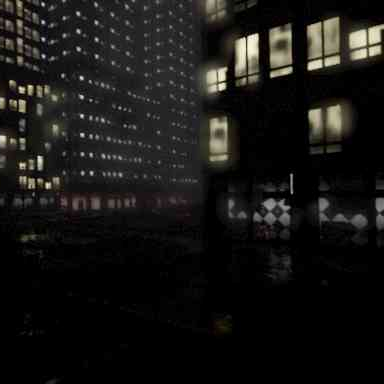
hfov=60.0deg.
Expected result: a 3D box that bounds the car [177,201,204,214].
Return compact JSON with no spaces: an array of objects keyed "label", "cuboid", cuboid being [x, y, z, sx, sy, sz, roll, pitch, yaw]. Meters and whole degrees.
[{"label":"car","cuboid":[0.387,2.408,48.201,1.812,1.442,4.674,-1,-2,36]}]

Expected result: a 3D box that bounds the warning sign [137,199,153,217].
[{"label":"warning sign","cuboid":[-5.103,1.729,35.868,1.300,1.860,1.060,0,0,36]}]

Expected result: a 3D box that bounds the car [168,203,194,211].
[{"label":"car","cuboid":[-1.960,2.771,61.506,2.033,1.411,5.357,-1,-2,36]}]

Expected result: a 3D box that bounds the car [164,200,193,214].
[{"label":"car","cuboid":[-2.185,2.425,50.189,1.882,1.535,5.008,-1,-1,36]}]
